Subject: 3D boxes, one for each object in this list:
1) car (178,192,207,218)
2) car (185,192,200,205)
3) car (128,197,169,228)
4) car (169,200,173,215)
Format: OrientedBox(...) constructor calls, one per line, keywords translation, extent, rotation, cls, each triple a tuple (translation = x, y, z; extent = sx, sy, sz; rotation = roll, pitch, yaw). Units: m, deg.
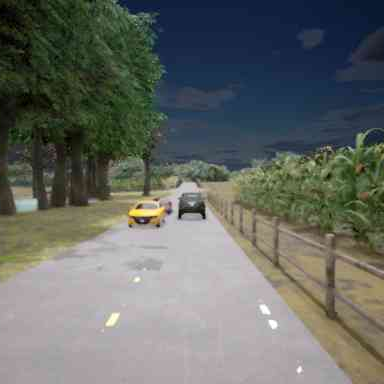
OrientedBox(translation=(0.002, 0.984, 27.257), extent=(2.150, 2.045, 5.566), rotation=(0, 1, 0), cls="car")
OrientedBox(translation=(0.058, 0.848, 44.984), extent=(1.882, 1.535, 5.008), rotation=(0, 2, 0), cls="car")
OrientedBox(translation=(-2.768, 1.324, 21.119), extent=(1.882, 1.535, 5.008), rotation=(0, 0, 0), cls="car")
OrientedBox(translation=(-2.760, 1.233, 30.382), extent=(1.812, 1.442, 4.674), rotation=(0, 1, 0), cls="car")
